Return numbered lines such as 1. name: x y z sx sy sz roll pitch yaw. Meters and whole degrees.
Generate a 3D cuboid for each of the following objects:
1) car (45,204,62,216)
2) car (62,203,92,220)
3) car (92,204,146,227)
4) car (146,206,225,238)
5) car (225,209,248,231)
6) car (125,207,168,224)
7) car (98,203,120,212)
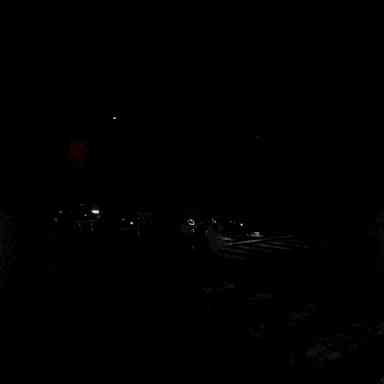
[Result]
1. car: -17.763 2.331 43.322 2.128 1.511 4.902 0 -1 -36
2. car: -11.931 2.214 35.286 1.994 1.385 4.181 0 -1 -36
3. car: -6.091 2.009 27.277 2.033 1.411 5.357 0 -1 -35
4. car: -0.510 1.636 19.625 2.097 1.767 4.553 0 -1 -36
5. car: 1.591 1.801 22.261 1.837 1.490 4.892 0 -1 -36
6. car: -4.242 2.082 30.250 1.895 1.301 4.718 0 -1 -36
7. car: -13.602 2.549 54.425 1.895 1.301 4.718 0 -1 -36
